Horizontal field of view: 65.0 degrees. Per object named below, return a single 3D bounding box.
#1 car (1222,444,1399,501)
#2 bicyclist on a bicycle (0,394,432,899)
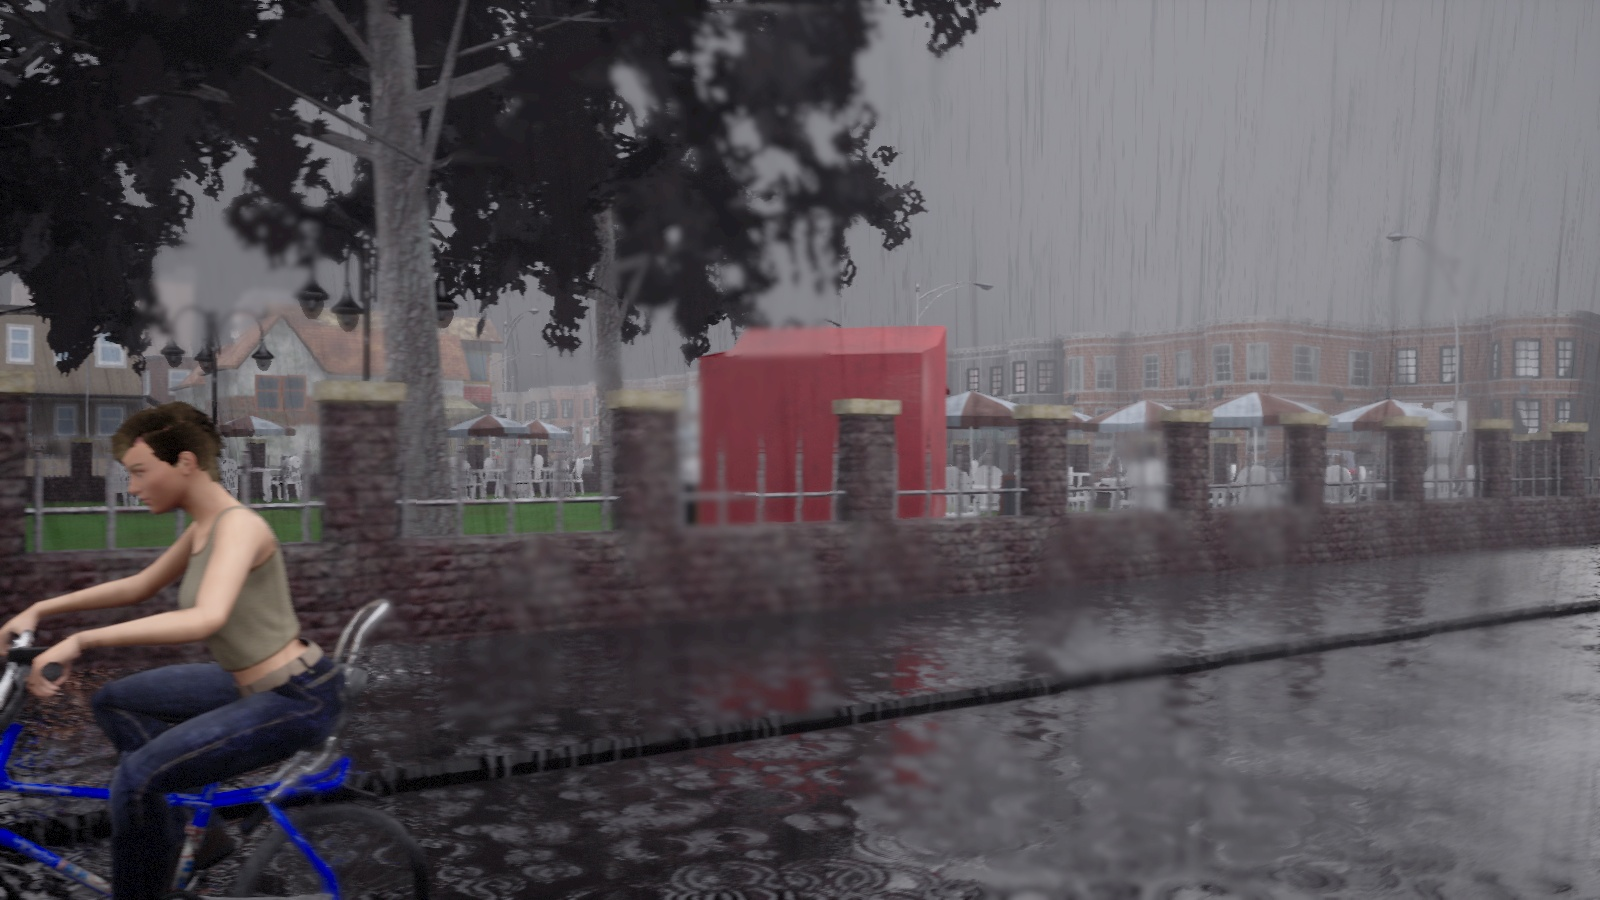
[{"bbox_3d":[15.827,0.652,39.153,2.242,1.667,4.611,0,0,-35],"label":"car"},{"bbox_3d":[-1.776,0.692,3.026,1.509,1.612,0.866,0,0,-35],"label":"bicyclist on a bicycle"}]
